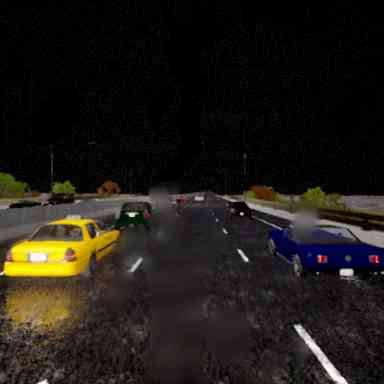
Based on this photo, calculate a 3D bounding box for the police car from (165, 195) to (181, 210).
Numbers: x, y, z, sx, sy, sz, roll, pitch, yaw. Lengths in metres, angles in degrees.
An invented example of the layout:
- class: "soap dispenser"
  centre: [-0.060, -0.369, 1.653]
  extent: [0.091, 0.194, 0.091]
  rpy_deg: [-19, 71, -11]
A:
- class: "police car"
  centre: [-2.920, 1.495, 42.793]
  extent: [2.038, 1.542, 4.974]
  rpy_deg: [0, 0, 1]

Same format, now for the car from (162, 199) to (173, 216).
- class: "car"
  centre: [-3.169, 1.587, 31.858]
  extent: [1.895, 1.301, 4.718]
  rpy_deg: [0, 0, 1]

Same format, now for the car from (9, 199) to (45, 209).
- class: "car"
  centre: [-20.547, 1.579, 41.196]
  extent: [1.895, 1.301, 4.718]
  rpy_deg: [0, 0, 2]

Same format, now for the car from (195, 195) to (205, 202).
- class: "car"
  centre: [1.644, 1.499, 73.783]
  extent: [1.895, 1.301, 4.718]
  rpy_deg: [0, 0, 3]

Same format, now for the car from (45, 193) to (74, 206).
- class: "car"
  centre: [-16.992, 1.200, 43.048]
  extent: [2.150, 2.045, 5.566]
  rpy_deg: [0, 0, 2]

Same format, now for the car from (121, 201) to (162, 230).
- class: "car"
  centre: [-3.351, 1.339, 20.831]
  extent: [2.097, 1.767, 4.553]
  rpy_deg: [0, 0, 1]

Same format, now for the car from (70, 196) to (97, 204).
- class: "car"
  centre: [-13.492, 1.531, 43.178]
  extent: [2.033, 1.411, 5.357]
  rpy_deg: [0, 0, 2]

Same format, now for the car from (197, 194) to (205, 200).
- class: "car"
  centre: [2.494, 1.432, 91.308]
  extent: [2.128, 1.511, 4.902]
  rpy_deg: [0, 0, 3]

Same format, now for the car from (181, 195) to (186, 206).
- class: "car"
  centre: [-2.600, 1.492, 53.757]
  extent: [2.128, 1.511, 4.902]
  rpy_deg: [0, 0, 2]

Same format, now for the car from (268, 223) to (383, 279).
- class: "car"
  centre: [3.647, 1.596, 10.019]
  extent: [1.895, 1.301, 4.718]
  rpy_deg: [0, 0, 0]

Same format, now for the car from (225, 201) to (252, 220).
- class: "car"
  centre: [3.867, 1.515, 27.868]
  extent: [1.812, 1.442, 4.674]
  rpy_deg: [0, 0, 1]

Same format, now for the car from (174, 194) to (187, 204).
- class: "car"
  centre: [-2.212, 1.364, 64.688]
  extent: [2.097, 1.767, 4.553]
  rpy_deg: [0, 0, 2]

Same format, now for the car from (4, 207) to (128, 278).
- class: "car"
  centre: [-3.460, 1.449, 10.083]
  extent: [1.801, 1.575, 5.366]
  rpy_deg: [0, 0, 0]
